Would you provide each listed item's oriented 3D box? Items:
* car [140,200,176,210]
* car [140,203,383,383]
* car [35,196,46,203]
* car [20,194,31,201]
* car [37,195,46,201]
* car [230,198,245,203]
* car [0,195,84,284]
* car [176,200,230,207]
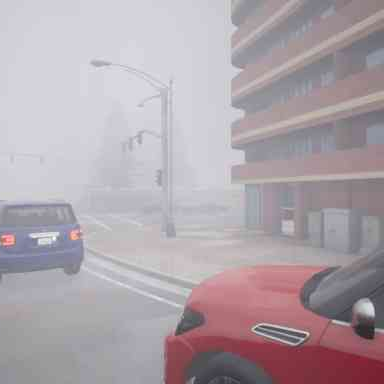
[{"bbox_3d":[-3.352,1.581,36.150,4.674,1.442,1.812,0,0,-23],"label":"car"},{"bbox_3d":[2.364,1.221,2.441,5.566,2.045,2.150,0,0,36],"label":"car"},{"bbox_3d":[-33.261,1.540,73.024,2.033,1.411,5.357,0,0,-23],"label":"car"},{"bbox_3d":[-40.464,1.355,81.017,2.097,1.767,4.553,0,0,-23],"label":"car"},{"bbox_3d":[-37.290,1.478,82.497,1.882,1.535,5.008,0,0,-23],"label":"car"},{"bbox_3d":[5.172,1.533,39.723,5.008,1.535,1.882,0,0,-23],"label":"car"},{"bbox_3d":[-4.941,1.221,9.792,2.150,2.045,5.566,0,0,-36],"label":"car"},{"bbox_3d":[1.105,1.656,34.237,4.718,1.301,1.895,0,0,-23],"label":"car"}]
